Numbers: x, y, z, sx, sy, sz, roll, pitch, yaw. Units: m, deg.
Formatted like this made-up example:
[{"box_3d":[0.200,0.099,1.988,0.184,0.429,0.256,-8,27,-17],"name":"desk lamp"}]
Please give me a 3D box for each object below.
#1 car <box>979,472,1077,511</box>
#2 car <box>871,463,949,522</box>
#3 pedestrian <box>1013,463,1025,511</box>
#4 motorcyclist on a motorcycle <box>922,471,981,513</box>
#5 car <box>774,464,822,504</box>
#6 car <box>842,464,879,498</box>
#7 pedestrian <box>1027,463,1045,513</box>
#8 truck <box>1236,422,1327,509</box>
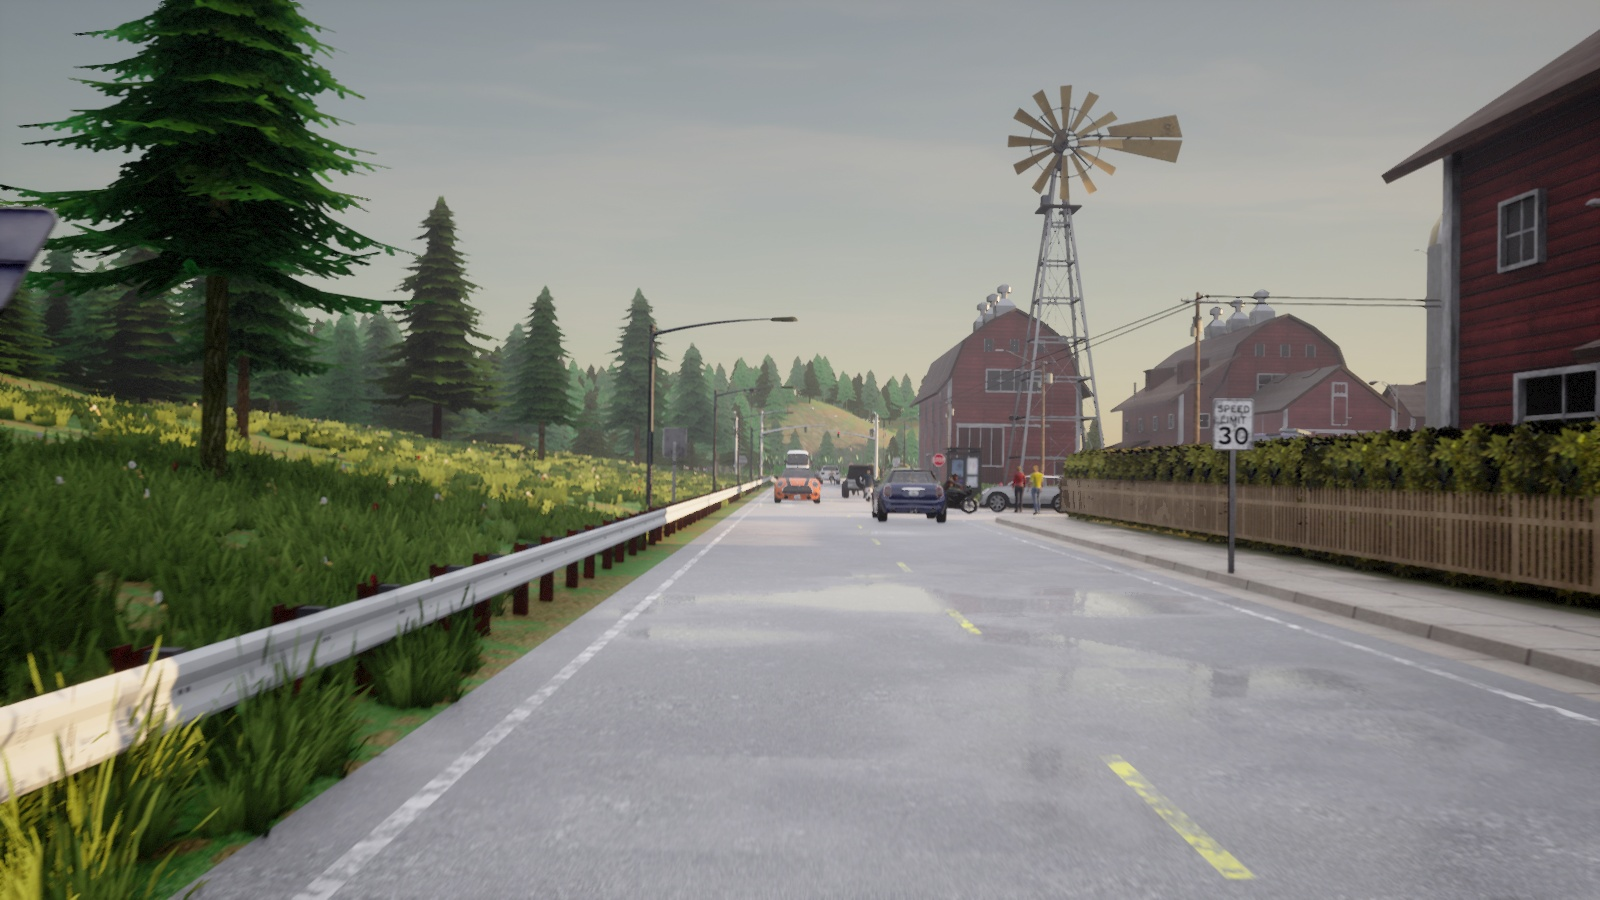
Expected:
[{"box_3d":[9.118,1.633,50.408,3.806,1.475,1.970,0,-1,10],"name":"car"},{"box_3d":[3.440,1.322,40.126,2.097,1.767,4.553,1,-1,0],"name":"car"},{"box_3d":[8.442,1.418,48.492,0.331,1.846,0.636,1,-1,0],"name":"pedestrian"},{"box_3d":[5.661,1.567,46.941,2.044,1.523,0.797,0,-1,22],"name":"motorcyclist on a motorcycle"},{"box_3d":[-0.093,1.566,58.504,2.097,1.767,4.553,1,-1,0],"name":"car"},{"box_3d":[3.384,1.725,71.225,1.905,1.878,3.866,1,-1,0],"name":"car"},{"box_3d":[8.746,1.391,46.503,0.354,1.836,0.706,1,-1,-16],"name":"pedestrian"},{"box_3d":[23.018,0.767,59.791,2.891,3.827,8.468,0,-1,29],"name":"truck"}]
